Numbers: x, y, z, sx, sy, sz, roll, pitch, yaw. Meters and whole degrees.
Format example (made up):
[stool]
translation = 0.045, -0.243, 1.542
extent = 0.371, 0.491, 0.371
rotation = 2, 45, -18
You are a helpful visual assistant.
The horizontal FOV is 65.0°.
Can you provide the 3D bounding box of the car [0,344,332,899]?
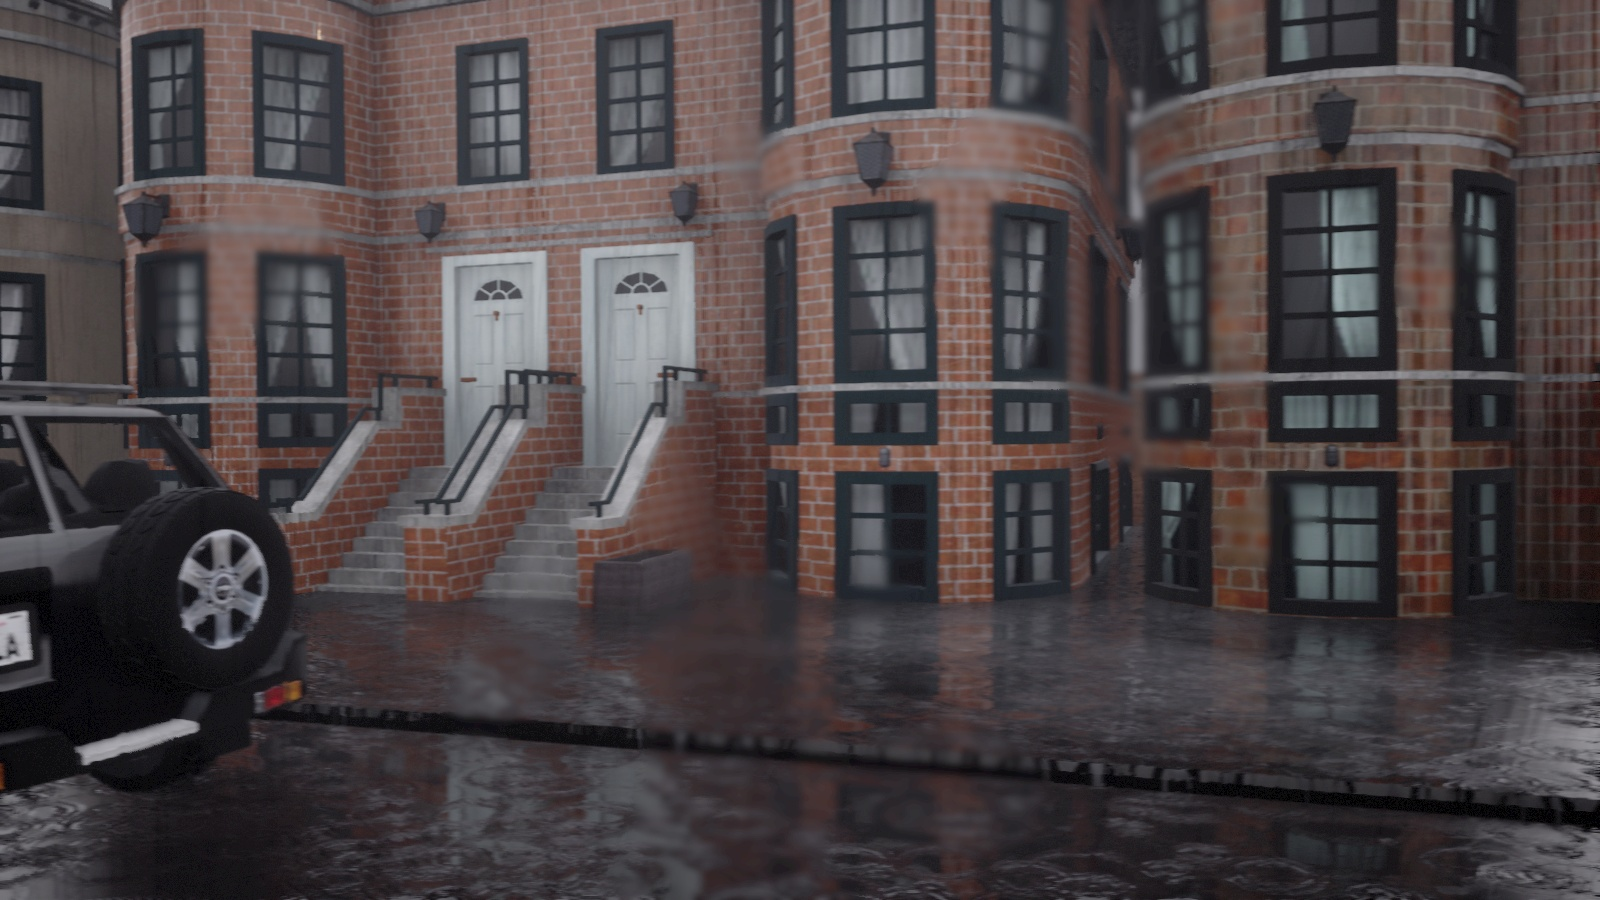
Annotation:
[car]
translation = -4.517, 0.574, 5.238
extent = 4.605, 1.855, 1.932
rotation = 0, 1, 19
